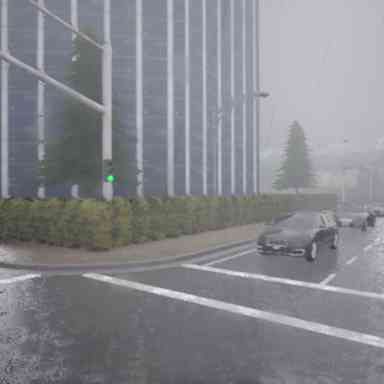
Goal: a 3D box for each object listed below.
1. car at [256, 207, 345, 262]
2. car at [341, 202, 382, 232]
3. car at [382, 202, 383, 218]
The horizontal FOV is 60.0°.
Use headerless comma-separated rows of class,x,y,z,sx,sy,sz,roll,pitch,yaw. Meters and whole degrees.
car,4.109,1.519,12.534,1.837,1.490,4.892,0,0,36
car,9.965,1.503,20.458,2.128,1.511,4.902,0,0,36
car,15.889,1.574,28.454,1.994,1.385,4.181,0,0,36
